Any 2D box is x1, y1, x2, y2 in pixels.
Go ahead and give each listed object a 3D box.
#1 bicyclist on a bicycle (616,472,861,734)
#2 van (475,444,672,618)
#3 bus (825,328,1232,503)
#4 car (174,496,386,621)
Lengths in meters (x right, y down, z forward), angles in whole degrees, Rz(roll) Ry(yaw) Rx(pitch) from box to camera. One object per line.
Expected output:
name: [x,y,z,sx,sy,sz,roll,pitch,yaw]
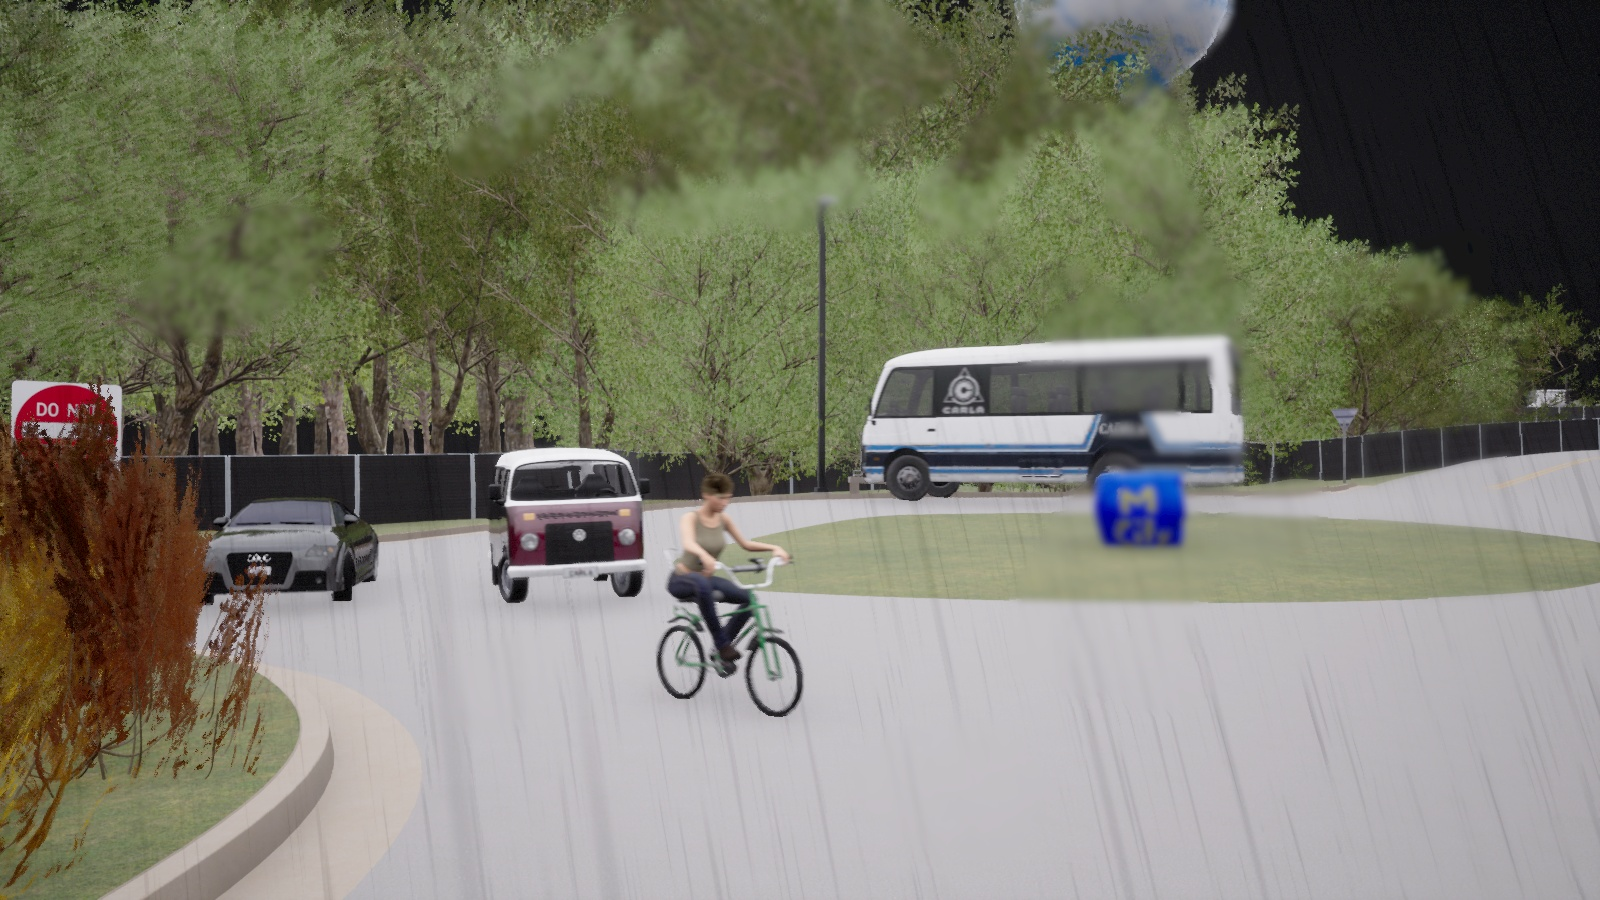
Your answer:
bicyclist on a bicycle: [-0.444,0.965,8.586,1.509,1.612,0.866,-2,-2,45]
van: [-3.324,1.007,17.623,2.069,2.038,4.480,-2,0,-18]
bus: [6.213,-0.767,34.471,10.273,4.253,3.944,-1,-1,25]
car: [-7.233,1.438,17.932,1.994,1.385,4.181,-1,0,-11]
